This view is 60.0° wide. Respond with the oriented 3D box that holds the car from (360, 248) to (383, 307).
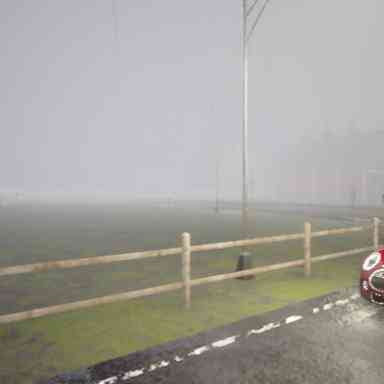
[{"bbox_3d":[5.525,1.364,6.964,4.553,1.767,2.097,0,0,-35],"label":"car"}]
